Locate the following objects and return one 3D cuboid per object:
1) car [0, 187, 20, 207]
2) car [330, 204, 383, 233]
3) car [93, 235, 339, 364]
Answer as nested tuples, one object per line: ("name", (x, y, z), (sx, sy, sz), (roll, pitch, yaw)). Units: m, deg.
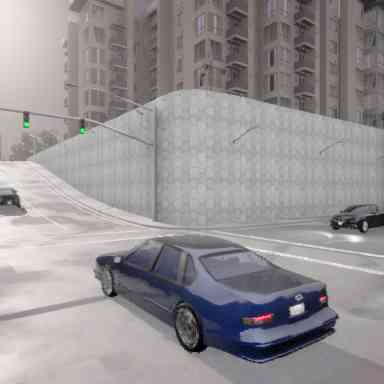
("car", (-15.579, 0.328, 27.767), (1.812, 1.442, 4.674), (0, 8, -36))
("car", (10.203, 1.504, 19.883), (4.892, 1.490, 1.837), (0, 0, -36))
("car", (-0.125, 1.548, 6.278), (2.033, 1.411, 5.357), (0, 0, -36))
